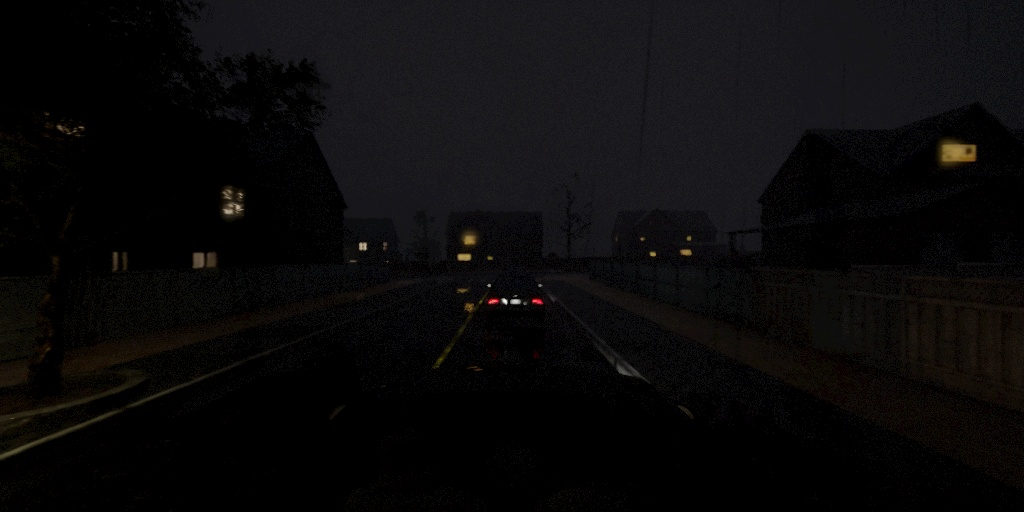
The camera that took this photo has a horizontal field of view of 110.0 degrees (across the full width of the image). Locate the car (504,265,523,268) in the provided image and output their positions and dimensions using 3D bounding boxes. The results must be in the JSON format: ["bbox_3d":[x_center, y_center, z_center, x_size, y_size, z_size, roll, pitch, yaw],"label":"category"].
[{"bbox_3d":[0.128,1.346,24.337,2.033,1.411,5.357,0,0,2],"label":"car"}]

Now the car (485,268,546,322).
[{"bbox_3d":[0.096,1.315,12.391,2.033,1.411,5.357,0,0,0],"label":"car"}]
